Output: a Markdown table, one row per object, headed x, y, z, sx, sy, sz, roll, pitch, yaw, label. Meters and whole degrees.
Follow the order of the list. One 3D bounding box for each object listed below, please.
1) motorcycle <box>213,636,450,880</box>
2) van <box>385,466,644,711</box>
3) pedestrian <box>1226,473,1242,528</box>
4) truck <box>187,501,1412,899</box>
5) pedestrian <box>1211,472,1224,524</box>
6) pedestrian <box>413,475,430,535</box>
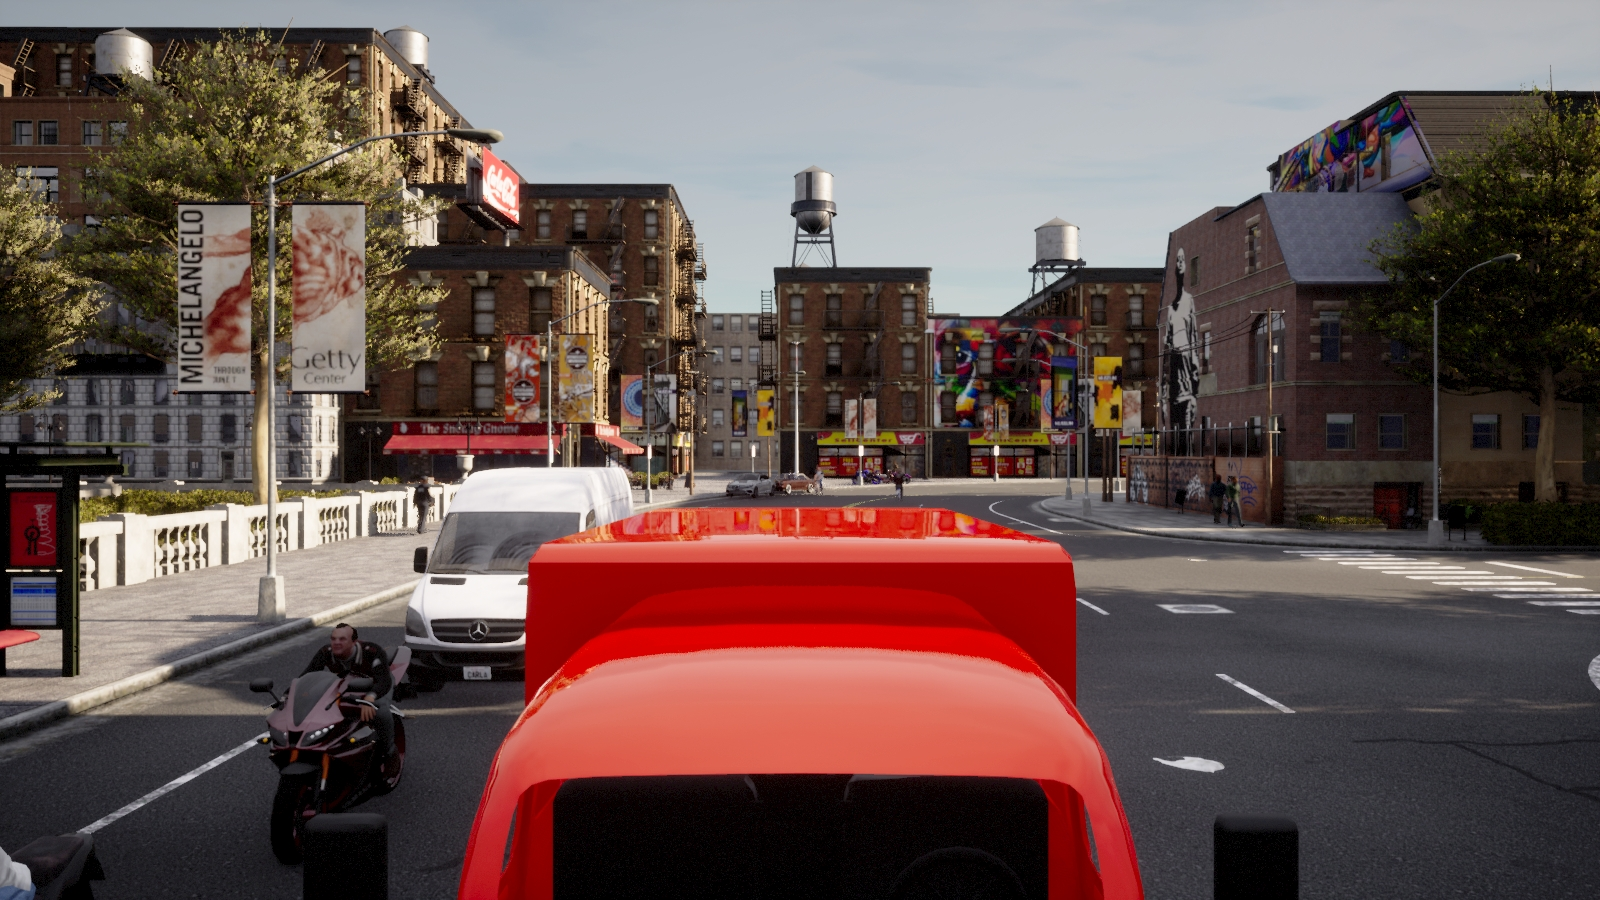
| x | y | z | sx | sy | sz | roll | pitch | yaw | label |
| --- | --- | --- | --- | --- | --- | --- | --- | --- | --- |
| -3.430 | 2.209 | 8.643 | 0.867 | 1.251 | 2.209 | 0 | 0 | 1 | motorcycle |
| -3.490 | 1.540 | 15.301 | 1.988 | 2.561 | 5.915 | 0 | 0 | 0 | van |
| 14.782 | 1.710 | 38.916 | 0.375 | 1.860 | 0.375 | 0 | 0 | -5 | pedestrian |
| -0.001 | 1.571 | 5.050 | 2.627 | 2.467 | 5.204 | 0 | 0 | 0 | truck |
| 14.894 | 1.711 | 40.764 | 0.375 | 1.860 | 0.375 | 0 | 0 | 6 | pedestrian |
| -11.775 | 1.709 | 35.554 | 0.375 | 1.860 | 0.375 | 0 | 0 | 15 | pedestrian |
